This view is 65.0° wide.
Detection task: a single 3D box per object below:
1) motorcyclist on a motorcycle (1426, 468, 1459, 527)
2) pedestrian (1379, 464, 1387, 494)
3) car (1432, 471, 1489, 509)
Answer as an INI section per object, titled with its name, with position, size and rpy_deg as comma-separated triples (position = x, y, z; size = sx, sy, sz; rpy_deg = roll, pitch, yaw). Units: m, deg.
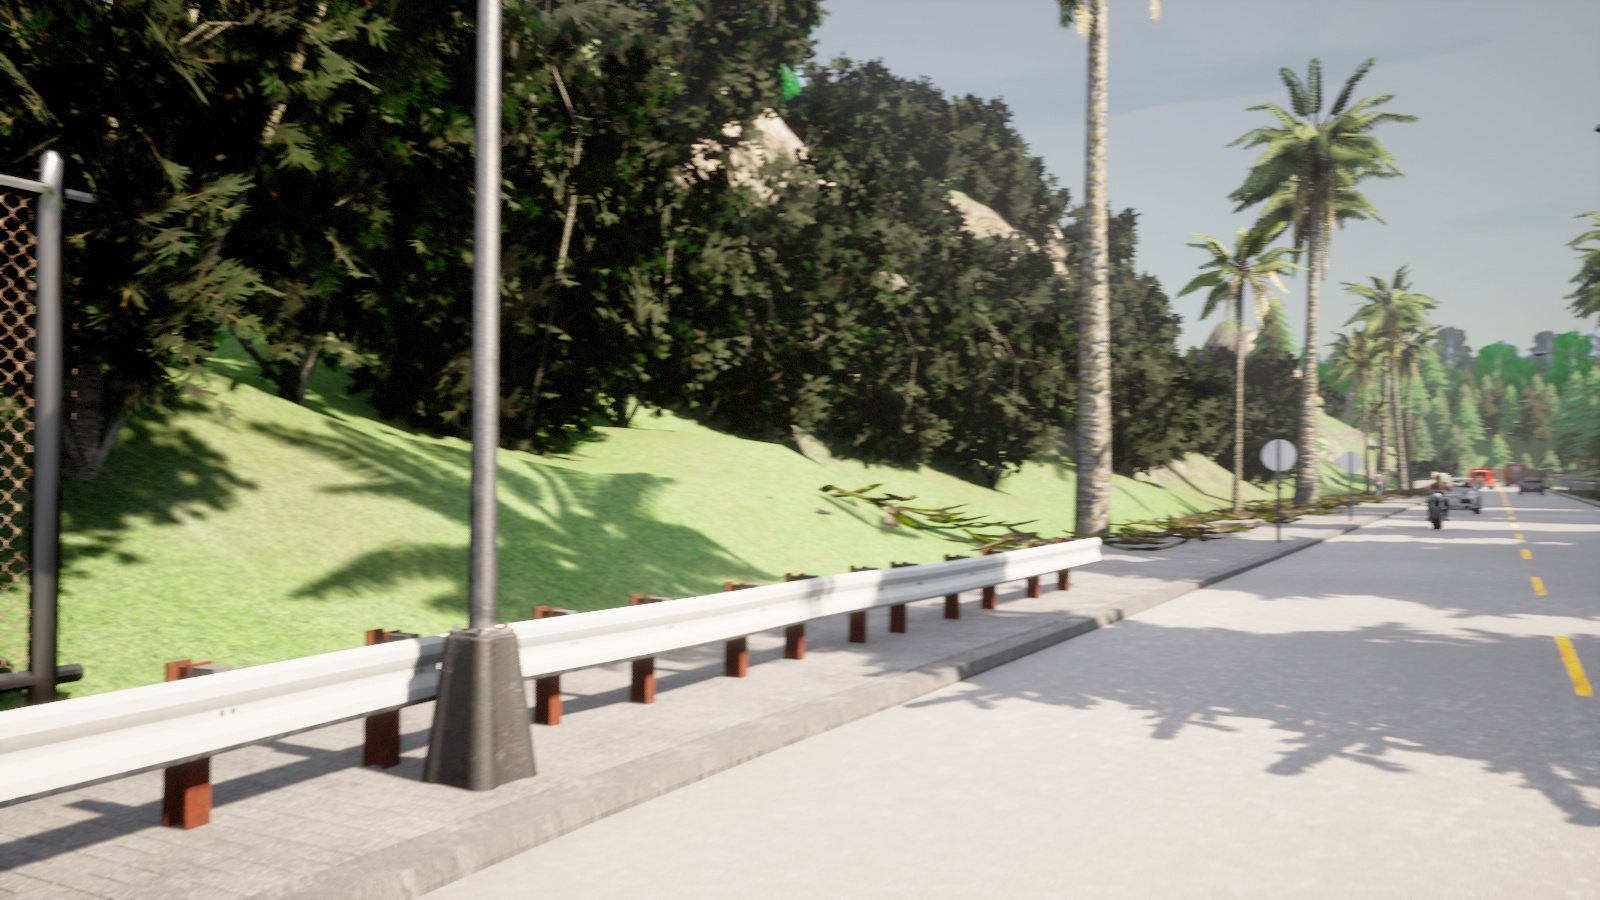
[motorcyclist on a motorcycle]
position = 18.774, 1.363, 36.664
size = 0.766, 1.649, 2.350
rpy_deg = -1, -1, 29
[pedestrian]
position = 36.052, 1.789, 77.652
size = 0.354, 1.836, 0.706
rpy_deg = -1, -1, 30
[car]
position = 27.412, 1.630, 52.073
size = 1.970, 1.475, 3.806
rpy_deg = -1, -1, 29
